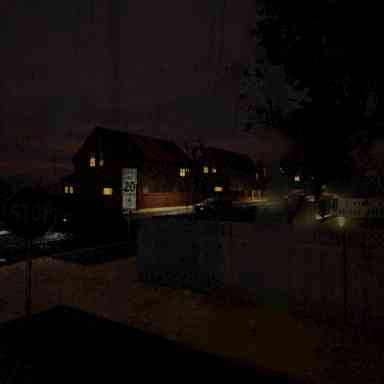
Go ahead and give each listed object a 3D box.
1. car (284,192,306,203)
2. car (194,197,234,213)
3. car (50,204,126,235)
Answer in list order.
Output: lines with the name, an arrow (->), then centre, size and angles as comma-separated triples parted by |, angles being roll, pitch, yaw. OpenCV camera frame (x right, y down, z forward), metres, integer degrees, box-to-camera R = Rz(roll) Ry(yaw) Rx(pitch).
car -> 14.231, 0.741, 45.623 | 2.128, 1.511, 4.902 | 2, 2, 35
car -> 1.939, 1.129, 28.308 | 1.994, 1.385, 4.181 | 2, 2, 35
car -> -5.548, 1.327, 17.663 | 1.994, 1.385, 4.181 | 2, 2, 35
